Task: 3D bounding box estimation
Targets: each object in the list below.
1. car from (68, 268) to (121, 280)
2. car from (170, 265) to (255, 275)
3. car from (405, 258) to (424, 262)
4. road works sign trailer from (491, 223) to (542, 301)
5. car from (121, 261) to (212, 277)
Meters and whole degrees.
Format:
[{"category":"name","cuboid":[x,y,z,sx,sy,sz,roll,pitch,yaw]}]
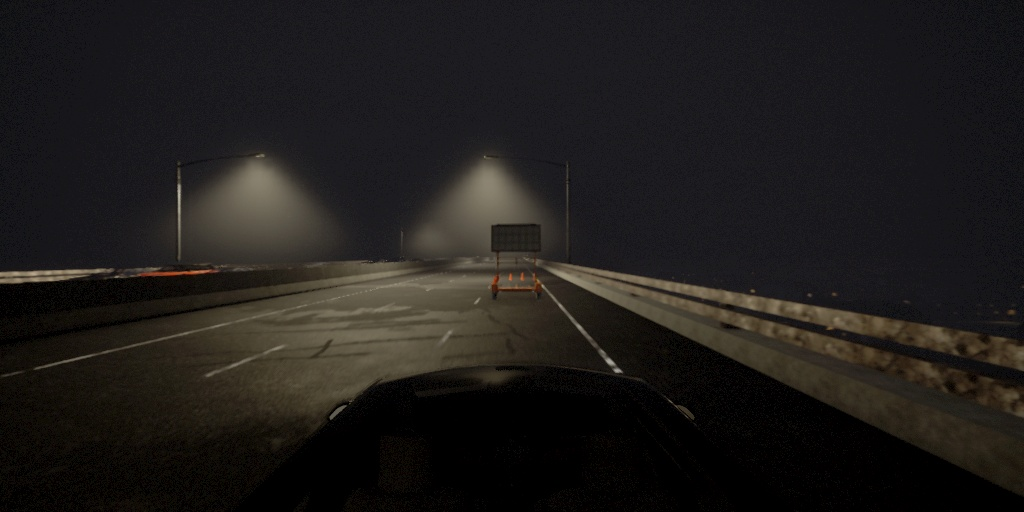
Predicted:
[{"category":"car","cuboid":[-24.298,1.441,22.437,2.033,1.411,5.357,0,0,1]},{"category":"car","cuboid":[-17.309,1.400,22.066,2.033,1.411,5.357,0,0,1]},{"category":"car","cuboid":[-16.707,1.202,63.031,2.097,1.767,4.553,0,0,1]},{"category":"road works sign trailer","cuboid":[0.220,0.214,17.258,2.380,3.560,2.880,0,0,1]},{"category":"car","cuboid":[-20.798,1.224,22.487,2.097,1.767,4.553,0,0,1]}]
